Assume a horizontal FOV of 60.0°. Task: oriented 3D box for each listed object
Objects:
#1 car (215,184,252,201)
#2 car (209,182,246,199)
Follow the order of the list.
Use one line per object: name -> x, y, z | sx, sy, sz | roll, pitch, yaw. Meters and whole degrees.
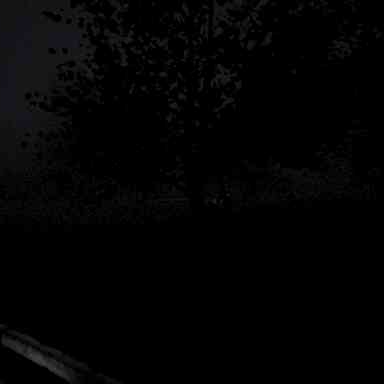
car -> 5.644, 0.238, 40.572 | 4.892, 1.490, 1.837 | -3, 3, -31
car -> 4.968, -0.198, 44.265 | 5.566, 2.045, 2.150 | -3, 3, -30
